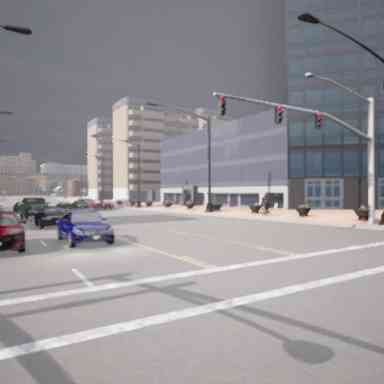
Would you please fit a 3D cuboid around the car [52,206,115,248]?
[{"bbox_3d":[-5.039,1.593,15.453,1.812,1.442,4.674,0,0,-31],"label":"car"}]

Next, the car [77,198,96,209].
[{"bbox_3d":[-18.292,1.929,57.702,2.097,1.767,4.553,-1,-1,-31],"label":"car"}]

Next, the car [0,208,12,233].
[{"bbox_3d":[-12.919,1.806,21.671,1.895,1.301,4.718,-1,0,-31],"label":"car"}]

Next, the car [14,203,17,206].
[{"bbox_3d":[-22.553,2.008,44.335,1.882,1.535,5.008,-1,-1,-31],"label":"car"}]

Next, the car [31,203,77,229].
[{"bbox_3d":[-9.589,1.731,22.939,1.994,1.385,4.181,-1,0,-32],"label":"car"}]

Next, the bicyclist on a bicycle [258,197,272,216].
[{"bbox_3d":[6.265,1.287,28.584,1.656,1.620,0.582,-1,0,-31],"label":"bicyclist on a bicycle"}]

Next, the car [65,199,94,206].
[{"bbox_3d":[-16.127,1.953,47.455,2.128,1.511,4.902,-1,-1,-31],"label":"car"}]

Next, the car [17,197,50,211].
[{"bbox_3d":[-15.101,1.541,31.967,2.150,2.045,5.566,-1,-1,-32],"label":"car"}]

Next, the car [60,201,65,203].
[{"bbox_3d":[-21.529,2.214,56.303,1.895,1.301,4.718,-1,-1,-31],"label":"car"}]

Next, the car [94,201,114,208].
[{"bbox_3d":[-13.151,2.034,49.298,1.895,1.301,4.718,-1,-1,-31],"label":"car"}]

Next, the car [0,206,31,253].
[{"bbox_3d":[-8.051,1.571,13.702,1.882,1.535,5.008,-1,0,-31],"label":"car"}]
